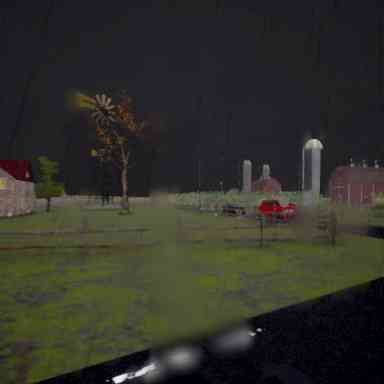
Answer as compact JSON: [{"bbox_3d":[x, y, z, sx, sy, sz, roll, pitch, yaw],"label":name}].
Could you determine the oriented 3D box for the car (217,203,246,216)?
[{"bbox_3d":[5.337,2.228,42.600,2.128,1.511,4.902,1,-1,-14],"label":"car"}]

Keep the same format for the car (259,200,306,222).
[{"bbox_3d":[8.328,1.741,31.290,2.150,2.045,5.566,1,-2,-15],"label":"car"}]

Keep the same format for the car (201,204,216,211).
[{"bbox_3d":[2.637,2.543,53.052,1.895,1.301,4.718,1,-1,-15],"label":"car"}]
